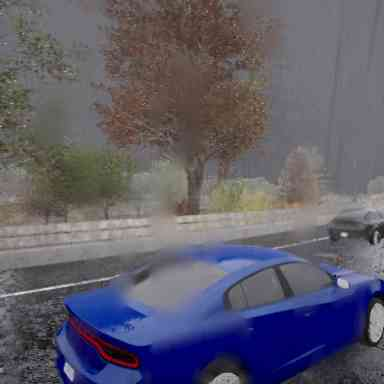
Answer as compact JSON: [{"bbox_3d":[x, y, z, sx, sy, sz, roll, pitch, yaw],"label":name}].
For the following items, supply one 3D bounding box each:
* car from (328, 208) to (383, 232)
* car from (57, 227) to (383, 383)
[{"bbox_3d":[8.055,1.514,15.480,4.892,1.490,1.837,0,0,-44],"label":"car"},{"bbox_3d":[0.838,1.489,4.585,5.008,1.535,1.882,0,0,-37],"label":"car"}]
